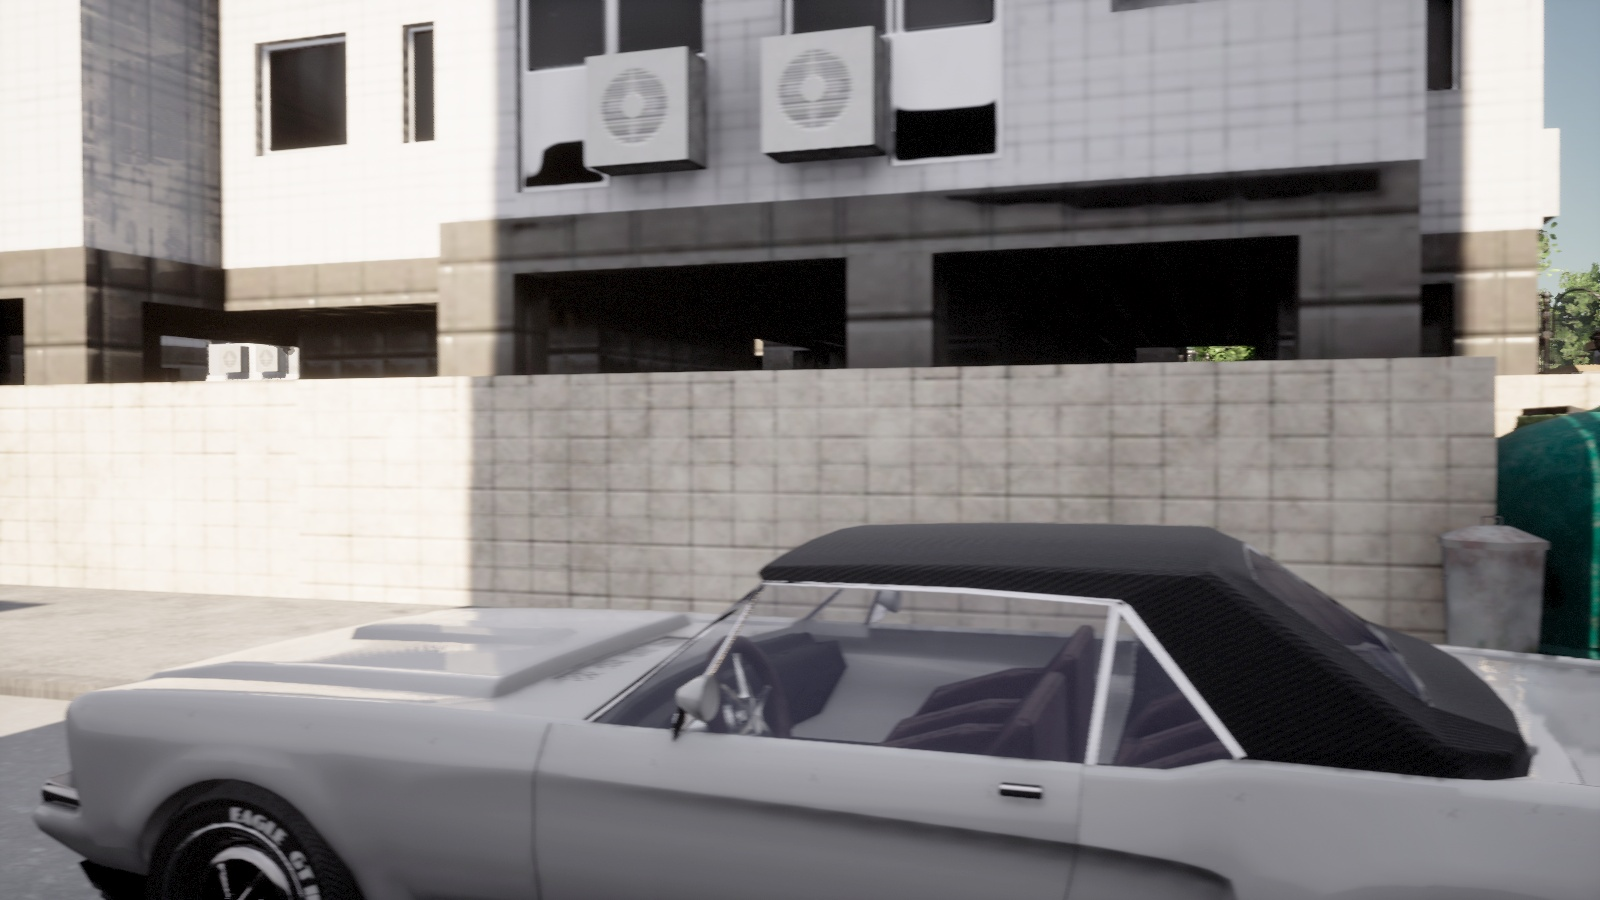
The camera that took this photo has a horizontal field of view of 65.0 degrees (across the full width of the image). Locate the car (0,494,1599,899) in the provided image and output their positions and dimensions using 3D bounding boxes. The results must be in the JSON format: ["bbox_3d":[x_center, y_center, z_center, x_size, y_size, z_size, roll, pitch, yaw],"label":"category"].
[{"bbox_3d":[0.239,0.869,3.647,4.718,1.301,1.895,1,1,18],"label":"car"}]
